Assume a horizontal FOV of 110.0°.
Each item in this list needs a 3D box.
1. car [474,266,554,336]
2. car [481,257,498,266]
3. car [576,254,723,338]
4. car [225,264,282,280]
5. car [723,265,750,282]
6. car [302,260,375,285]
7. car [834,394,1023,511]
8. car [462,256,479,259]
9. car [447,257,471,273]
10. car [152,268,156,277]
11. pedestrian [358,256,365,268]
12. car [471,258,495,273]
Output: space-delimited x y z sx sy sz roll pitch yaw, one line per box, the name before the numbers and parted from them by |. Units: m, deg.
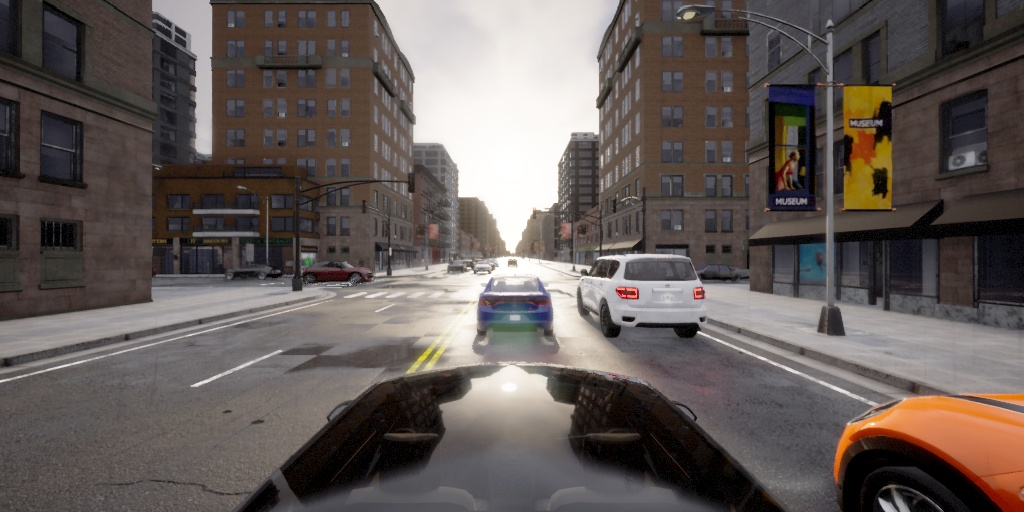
car | 0.085 1.228 10.491 1.882 1.535 5.008 0 0 0
car | -3.325 1.273 50.490 1.812 1.442 4.674 0 0 0
car | 3.336 0.972 10.351 2.150 2.045 5.566 0 0 0
car | -22.113 1.331 30.782 4.313 1.339 1.948 0 0 0
car | 15.852 1.337 28.385 5.357 1.411 2.033 0 0 0
car | -12.314 1.099 25.654 4.553 1.767 2.097 0 0 -5
car | 3.344 1.102 0.641 2.097 1.767 4.553 0 0 0
car | -6.574 0.968 53.156 2.150 2.045 5.566 0 0 0
car | -6.577 1.227 43.408 1.882 1.535 5.008 0 0 0
car | -33.135 1.344 30.844 4.207 1.307 1.802 0 0 0
pedestrian | -14.129 0.920 33.615 0.375 1.860 0.375 0 0 0
car | -3.334 1.275 41.356 1.812 1.442 4.674 0 0 0
